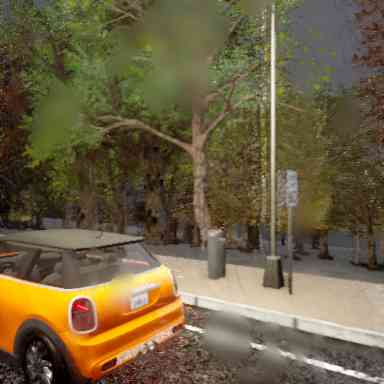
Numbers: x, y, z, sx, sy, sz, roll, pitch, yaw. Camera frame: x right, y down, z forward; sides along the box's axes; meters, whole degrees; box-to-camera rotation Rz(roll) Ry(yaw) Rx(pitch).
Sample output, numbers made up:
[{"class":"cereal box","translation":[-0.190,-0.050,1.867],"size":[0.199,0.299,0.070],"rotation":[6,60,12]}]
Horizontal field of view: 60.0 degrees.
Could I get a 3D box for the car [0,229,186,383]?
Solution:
[{"class":"car","translation":[-2.386,1.400,5.382],"size":[4.553,1.767,2.097],"rotation":[-1,0,35]}]
